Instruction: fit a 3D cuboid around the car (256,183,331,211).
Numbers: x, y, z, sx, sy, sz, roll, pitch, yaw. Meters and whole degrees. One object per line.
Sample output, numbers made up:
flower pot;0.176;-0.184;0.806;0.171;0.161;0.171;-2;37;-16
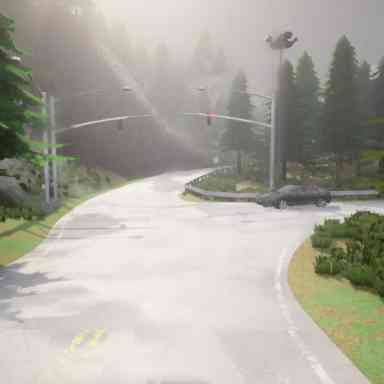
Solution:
car;6.350;0.248;20.779;4.892;1.490;1.837;-1;4;-19
